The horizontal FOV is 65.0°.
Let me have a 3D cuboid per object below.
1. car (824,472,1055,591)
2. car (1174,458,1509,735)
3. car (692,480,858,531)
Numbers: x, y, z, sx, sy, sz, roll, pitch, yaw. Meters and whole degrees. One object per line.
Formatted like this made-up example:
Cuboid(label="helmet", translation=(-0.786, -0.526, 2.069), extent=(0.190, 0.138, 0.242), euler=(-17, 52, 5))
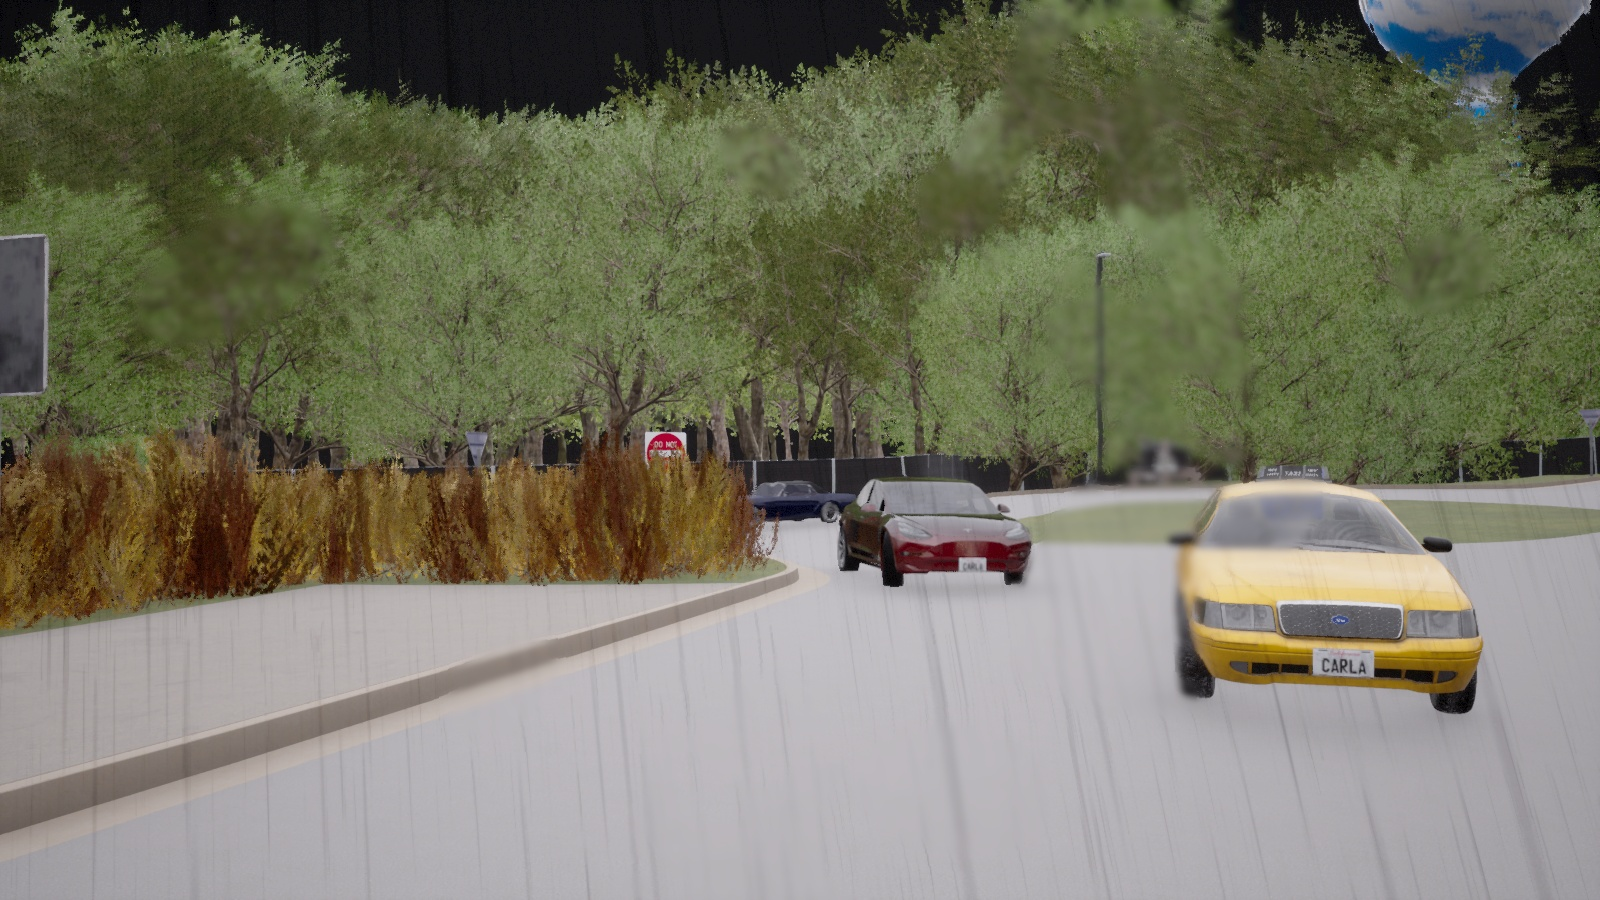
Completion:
Cuboid(label="car", translation=(1.817, 1.105, 18.217), extent=(2.163, 1.488, 4.792), euler=(0, -2, -9))
Cuboid(label="car", translation=(3.950, 0.863, 10.039), extent=(1.801, 1.575, 5.366), euler=(0, 0, 16))
Cuboid(label="car", translation=(-0.730, 1.624, 37.943), extent=(4.718, 1.301, 1.895), euler=(-1, -1, -35))
